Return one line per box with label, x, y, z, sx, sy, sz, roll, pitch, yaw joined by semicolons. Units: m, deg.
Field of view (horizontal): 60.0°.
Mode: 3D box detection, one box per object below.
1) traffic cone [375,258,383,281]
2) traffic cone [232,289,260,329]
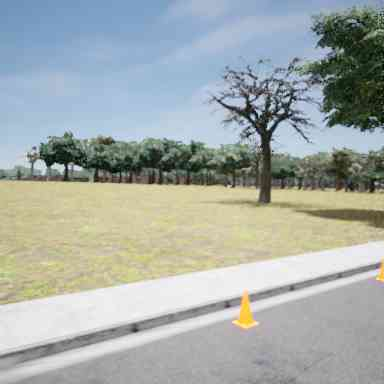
traffic cone;5.000;1.992;8.635;0.340;0.580;0.340;0;0;-36
traffic cone;0.930;1.971;5.731;0.340;0.580;0.340;0;0;-36
